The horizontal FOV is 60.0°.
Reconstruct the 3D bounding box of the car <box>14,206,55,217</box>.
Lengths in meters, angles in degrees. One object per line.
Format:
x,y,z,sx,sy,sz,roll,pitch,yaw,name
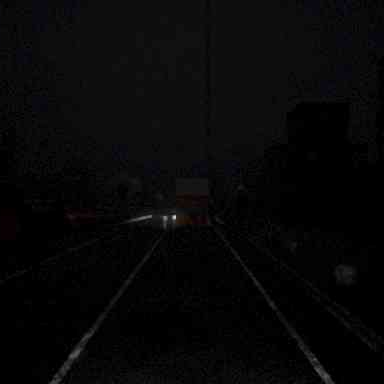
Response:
-21.882,2.677,46.250,4.674,1.452,2.002,0,-3,0,car

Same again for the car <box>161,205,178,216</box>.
-3.252,2.935,51.534,1.837,1.490,4.892,0,-2,0,car

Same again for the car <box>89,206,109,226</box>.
-9.366,1.815,24.879,5.366,1.575,1.946,0,-2,0,car

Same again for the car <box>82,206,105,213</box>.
-21.800,3.921,73.727,4.674,1.452,2.002,0,-3,0,car

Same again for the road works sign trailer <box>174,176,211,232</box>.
0.027,0.726,21.957,2.380,3.560,2.880,0,-1,-1,road works sign trailer

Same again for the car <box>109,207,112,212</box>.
-21.783,4.031,77.002,4.892,1.521,2.231,0,-3,0,car

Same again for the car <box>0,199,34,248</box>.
-9.520,1.282,12.740,5.566,2.045,2.435,0,-1,0,car

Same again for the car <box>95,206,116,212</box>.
-21.758,4.361,83.415,4.674,1.452,2.002,0,-3,0,car

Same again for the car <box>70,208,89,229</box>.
-9.569,1.611,21.965,4.553,1.767,2.185,0,-2,0,car

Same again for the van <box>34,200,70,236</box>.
-9.641,1.437,18.930,4.442,1.987,1.878,0,-1,0,van

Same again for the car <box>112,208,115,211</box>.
-21.780,4.178,80.272,5.008,1.535,2.097,0,-3,0,car
